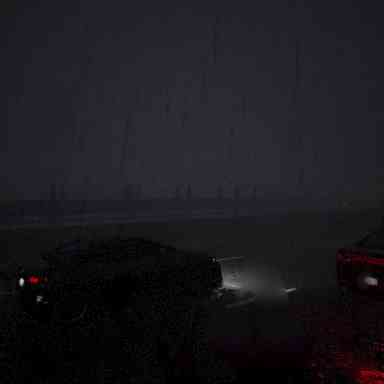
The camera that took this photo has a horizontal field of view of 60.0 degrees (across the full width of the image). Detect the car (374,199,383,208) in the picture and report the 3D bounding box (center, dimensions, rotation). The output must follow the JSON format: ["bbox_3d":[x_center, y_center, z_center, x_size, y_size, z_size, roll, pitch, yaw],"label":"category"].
[{"bbox_3d":[22.046,1.494,36.923,4.902,1.511,2.128,0,0,-35],"label":"car"}]

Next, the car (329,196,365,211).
[{"bbox_3d":[17.786,1.354,38.186,4.553,1.767,2.097,0,0,-35],"label":"car"}]

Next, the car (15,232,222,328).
[{"bbox_3d":[-1.381,1.564,7.062,4.181,1.385,1.994,0,0,-36],"label":"car"}]

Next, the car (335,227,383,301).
[{"bbox_3d":[5.291,1.478,7.526,5.008,1.535,1.882,0,0,-36],"label":"car"}]
